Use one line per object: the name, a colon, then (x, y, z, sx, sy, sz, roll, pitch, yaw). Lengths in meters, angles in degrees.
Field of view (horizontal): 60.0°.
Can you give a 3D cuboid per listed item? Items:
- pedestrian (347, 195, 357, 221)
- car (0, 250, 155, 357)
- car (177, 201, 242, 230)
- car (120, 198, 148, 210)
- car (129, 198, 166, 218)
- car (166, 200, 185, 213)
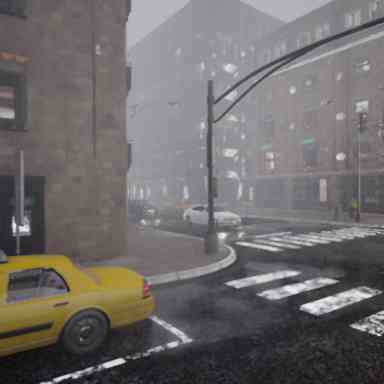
pedestrian: (11.042, 1.094, 22.962, 0.375, 1.860, 0.375, 0, 0, -36)
car: (-2.882, 1.526, 4.511, 4.829, 1.417, 1.752, 0, 0, -36)
car: (1.203, 1.523, 21.660, 1.812, 1.442, 4.674, 0, 0, -34)
car: (-7.653, 1.484, 43.748, 1.887, 1.381, 4.507, 0, 0, -36)
car: (-4.756, 1.475, 29.883, 2.128, 1.511, 4.902, 0, 0, -36)
car: (-1.109, 1.471, 34.717, 1.752, 1.417, 4.829, 0, 0, -36)
